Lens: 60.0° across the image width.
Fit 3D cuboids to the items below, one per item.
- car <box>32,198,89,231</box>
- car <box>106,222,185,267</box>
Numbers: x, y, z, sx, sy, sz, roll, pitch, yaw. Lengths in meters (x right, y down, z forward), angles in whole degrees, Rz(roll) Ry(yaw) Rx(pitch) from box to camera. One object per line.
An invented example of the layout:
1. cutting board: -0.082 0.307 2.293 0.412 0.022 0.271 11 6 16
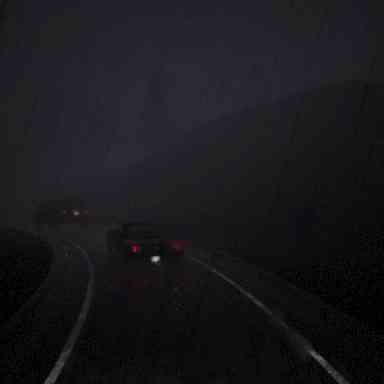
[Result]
1. car: -9.172 1.456 23.019 2.150 2.045 5.566 1 0 -44
2. car: -1.903 1.722 11.984 1.895 1.301 4.718 0 -1 -22
